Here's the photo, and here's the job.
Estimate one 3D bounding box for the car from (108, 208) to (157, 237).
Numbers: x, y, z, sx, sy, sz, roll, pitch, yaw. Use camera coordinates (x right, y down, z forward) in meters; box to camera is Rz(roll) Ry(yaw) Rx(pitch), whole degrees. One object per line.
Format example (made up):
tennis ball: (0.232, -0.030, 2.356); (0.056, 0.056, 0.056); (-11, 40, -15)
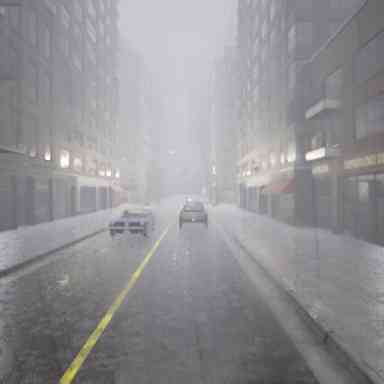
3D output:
car: (-3.059, 1.577, 17.871); (1.895, 1.301, 4.718); (0, 0, 0)

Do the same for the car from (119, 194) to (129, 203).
car: (-14.903, 1.277, 64.999); (5.009, 1.841, 2.192); (0, 0, 0)

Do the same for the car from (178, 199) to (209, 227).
car: (0.096, 1.462, 22.266); (2.128, 1.511, 4.902); (0, 0, 0)
